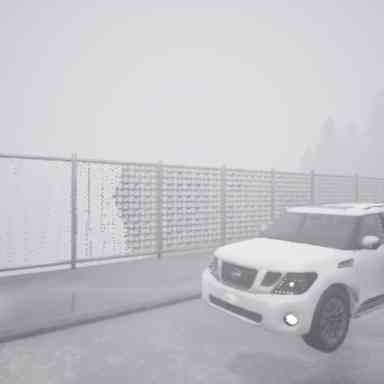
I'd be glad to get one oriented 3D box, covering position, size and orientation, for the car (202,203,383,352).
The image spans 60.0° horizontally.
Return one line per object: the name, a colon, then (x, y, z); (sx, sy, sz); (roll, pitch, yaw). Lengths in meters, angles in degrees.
car: (2.831, 1.265, 6.613); (5.566, 2.045, 2.150); (1, 0, -36)
